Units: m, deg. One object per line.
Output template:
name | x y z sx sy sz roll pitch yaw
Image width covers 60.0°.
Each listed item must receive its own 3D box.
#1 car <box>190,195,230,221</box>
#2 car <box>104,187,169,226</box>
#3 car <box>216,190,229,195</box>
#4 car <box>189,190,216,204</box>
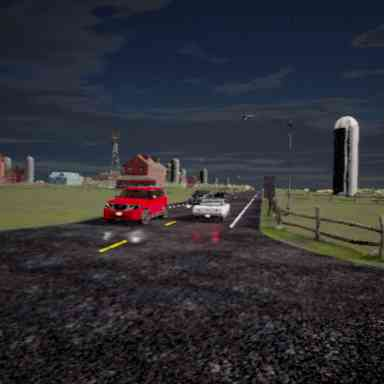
car | 1.447 1.118 22.434 1.895 1.301 4.718 1 1 12
car | -3.045 0.712 19.556 2.150 2.045 5.566 2 1 14
car | 5.049 0.430 56.206 1.994 1.385 4.181 1 1 13
car | 1.069 0.517 38.094 2.097 1.767 4.553 1 1 14
